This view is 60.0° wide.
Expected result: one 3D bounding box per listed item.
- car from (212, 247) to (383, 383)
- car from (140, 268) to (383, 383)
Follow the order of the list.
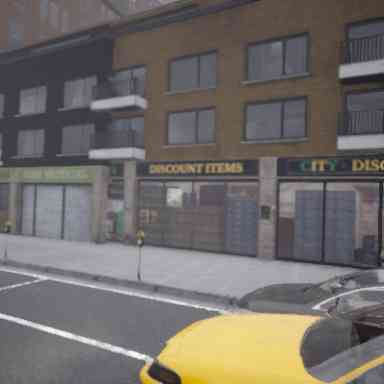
[{"bbox_3d":[2.713,1.757,4.558,4.403,1.369,2.008,0,-1,28],"label":"car"},{"bbox_3d":[2.100,1.593,2.668,5.366,1.575,1.801,0,-2,28],"label":"car"}]
